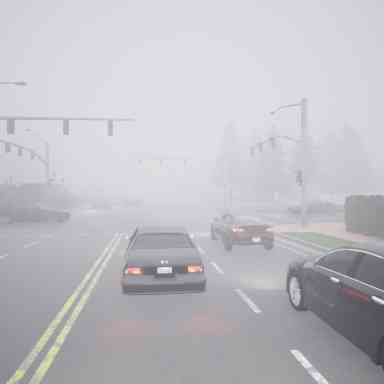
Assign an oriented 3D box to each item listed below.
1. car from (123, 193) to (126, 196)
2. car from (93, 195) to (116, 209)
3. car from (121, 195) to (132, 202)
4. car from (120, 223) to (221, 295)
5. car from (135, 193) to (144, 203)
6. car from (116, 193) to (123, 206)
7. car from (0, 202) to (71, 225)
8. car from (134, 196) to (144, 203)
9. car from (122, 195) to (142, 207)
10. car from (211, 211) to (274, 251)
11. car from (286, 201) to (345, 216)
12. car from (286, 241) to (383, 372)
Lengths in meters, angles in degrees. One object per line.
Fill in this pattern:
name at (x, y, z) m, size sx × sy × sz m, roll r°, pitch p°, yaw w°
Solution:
car at (-14.125, 1.222, 65.512) m, size 2.150 × 2.045 × 5.566 m, roll 0°, pitch 0°, yaw -6°
car at (-12.033, 1.491, 44.885) m, size 2.128 × 1.511 × 4.902 m, roll 0°, pitch 0°, yaw -4°
car at (-15.535, 1.531, 78.678) m, size 2.033 × 1.411 × 5.357 m, roll 0°, pitch 0°, yaw -6°
car at (-0.834, 1.547, 8.876) m, size 2.033 × 1.411 × 5.357 m, roll 0°, pitch 0°, yaw -7°
car at (-9.990, 1.478, 59.450) m, size 1.882 × 1.535 × 5.008 m, roll 0°, pitch 0°, yaw -6°
car at (-12.939, 1.352, 54.044) m, size 2.097 × 1.767 × 4.553 m, roll 0°, pitch 0°, yaw -6°
car at (-11.151, 1.477, 23.321) m, size 5.008 × 1.535 × 1.882 m, roll 0°, pitch 0°, yaw -5°
car at (-11.024, 1.524, 69.598) m, size 1.812 × 1.442 × 4.674 m, roll 0°, pitch 0°, yaw -6°
car at (-9.016, 1.526, 50.276) m, size 1.812 × 1.442 × 4.674 m, roll 0°, pitch 0°, yaw -6°
car at (2.010, 1.526, 14.137) m, size 1.812 × 1.442 × 4.674 m, roll 0°, pitch 0°, yaw -7°
car at (12.072, 1.547, 32.487) m, size 5.357 × 1.411 × 2.033 m, roll 0°, pitch 0°, yaw -5°
car at (2.983, 1.505, 4.942) m, size 1.837 × 1.490 × 4.892 m, roll 0°, pitch 0°, yaw -5°
